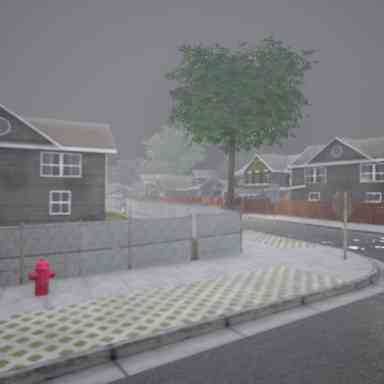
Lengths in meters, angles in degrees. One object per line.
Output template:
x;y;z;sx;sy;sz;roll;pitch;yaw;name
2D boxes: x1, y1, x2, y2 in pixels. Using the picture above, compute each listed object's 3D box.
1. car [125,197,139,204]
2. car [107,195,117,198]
-9.592;1.624;54.095;2.128;1.511;4.902;1;0;-23;car
-20.914;1.635;88.117;1.812;1.442;4.674;1;0;-23;car
